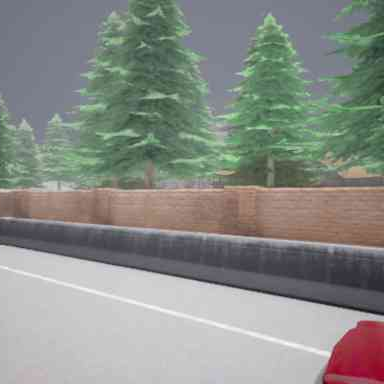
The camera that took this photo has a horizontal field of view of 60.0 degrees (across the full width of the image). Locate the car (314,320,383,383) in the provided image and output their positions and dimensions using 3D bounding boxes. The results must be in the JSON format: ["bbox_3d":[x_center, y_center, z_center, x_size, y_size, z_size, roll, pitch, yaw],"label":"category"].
[{"bbox_3d":[3.138,1.604,1.794,4.718,1.301,1.895,0,0,35],"label":"car"}]
